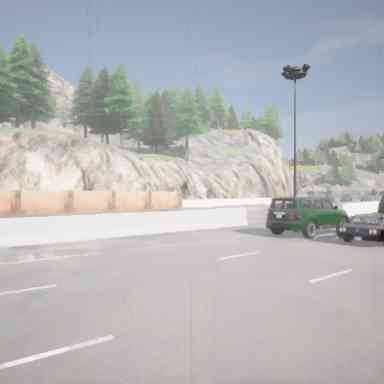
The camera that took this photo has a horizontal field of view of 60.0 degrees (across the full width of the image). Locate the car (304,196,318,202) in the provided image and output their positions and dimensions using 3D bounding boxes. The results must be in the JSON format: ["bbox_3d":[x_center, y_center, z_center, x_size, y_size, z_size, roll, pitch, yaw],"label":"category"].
[{"bbox_3d":[25.834,1.512,72.181,1.994,1.385,4.181,0,0,32],"label":"car"}]

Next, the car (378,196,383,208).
[{"bbox_3d":[17.573,1.258,28.166,2.150,2.045,5.566,0,0,45],"label":"car"}]

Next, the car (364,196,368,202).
[{"bbox_3d":[34.850,1.488,66.799,2.033,1.411,5.357,0,0,32],"label":"car"}]

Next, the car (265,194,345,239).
[{"bbox_3d":[6.227,1.258,17.703,5.566,2.045,2.150,0,0,-40],"label":"car"}]

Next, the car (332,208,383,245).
[{"bbox_3d":[8.490,1.616,15.033,4.718,1.301,1.895,0,0,-40],"label":"car"}]

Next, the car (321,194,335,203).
[{"bbox_3d":[28.855,1.311,70.412,2.097,1.767,4.553,0,0,32],"label":"car"}]

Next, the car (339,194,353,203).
[{"bbox_3d":[31.860,1.307,68.618,2.097,1.767,4.553,0,0,32],"label":"car"}]
